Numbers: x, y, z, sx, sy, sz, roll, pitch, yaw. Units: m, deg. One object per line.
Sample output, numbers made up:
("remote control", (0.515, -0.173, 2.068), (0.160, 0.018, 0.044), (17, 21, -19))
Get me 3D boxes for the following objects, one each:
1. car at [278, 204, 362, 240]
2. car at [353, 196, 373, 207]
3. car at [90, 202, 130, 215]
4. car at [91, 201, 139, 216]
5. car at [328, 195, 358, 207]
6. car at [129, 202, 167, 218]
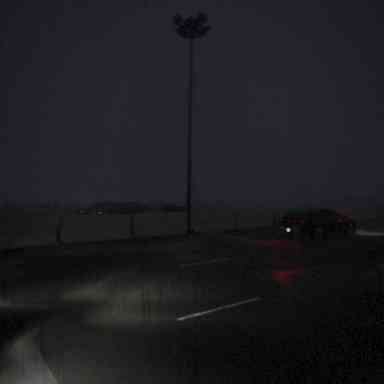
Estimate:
("car", (6.504, 1.536, 17.091), (4.892, 1.490, 1.837), (0, 0, -36))
("car", (28.100, 1.926, 54.402), (5.566, 2.045, 2.150), (1, -1, -36))
("car", (-5.443, 1.509, 25.978), (4.902, 1.511, 2.128), (0, 0, -36))
("car", (-7.639, 1.589, 33.026), (4.181, 1.385, 1.994), (0, 0, -36))
("car", (26.057, 1.538, 57.243), (5.566, 2.045, 2.150), (1, -1, -36))
("car", (-2.018, 1.586, 24.134), (4.181, 1.385, 1.994), (0, 0, -36))
